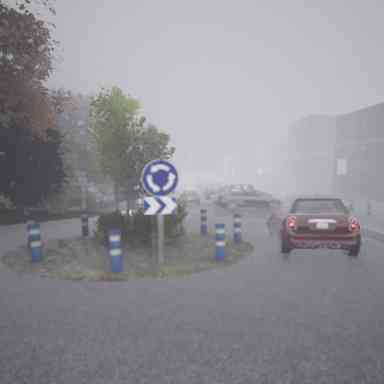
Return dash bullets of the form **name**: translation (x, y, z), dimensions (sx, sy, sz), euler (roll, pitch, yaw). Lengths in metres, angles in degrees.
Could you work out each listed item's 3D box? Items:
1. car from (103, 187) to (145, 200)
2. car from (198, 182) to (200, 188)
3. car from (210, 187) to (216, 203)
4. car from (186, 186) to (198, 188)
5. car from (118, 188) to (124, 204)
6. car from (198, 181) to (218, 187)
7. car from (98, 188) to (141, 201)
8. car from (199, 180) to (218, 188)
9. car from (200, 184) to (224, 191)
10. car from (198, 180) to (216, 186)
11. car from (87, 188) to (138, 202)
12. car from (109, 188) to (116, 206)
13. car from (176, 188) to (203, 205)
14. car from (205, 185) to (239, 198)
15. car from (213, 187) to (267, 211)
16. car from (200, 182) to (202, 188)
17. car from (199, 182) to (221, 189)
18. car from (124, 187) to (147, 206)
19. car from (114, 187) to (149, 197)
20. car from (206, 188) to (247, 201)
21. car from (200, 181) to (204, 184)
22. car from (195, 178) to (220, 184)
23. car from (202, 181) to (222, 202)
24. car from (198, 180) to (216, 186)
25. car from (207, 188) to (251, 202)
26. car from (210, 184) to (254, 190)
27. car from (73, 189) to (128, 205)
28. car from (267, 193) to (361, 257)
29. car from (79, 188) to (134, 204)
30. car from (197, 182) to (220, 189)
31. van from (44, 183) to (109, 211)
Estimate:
- **car**: translation (-8.904, 0.187, 43.763), dimensions (5.008, 1.535, 2.097), euler (0, 2, 0)
- **car**: translation (4.143, -0.661, 63.459), dimensions (5.008, 1.535, 2.097), euler (0, 3, 0)
- **car**: translation (4.171, 0.565, 27.252), dimensions (4.792, 1.488, 2.163), euler (0, 1, 0)
- **car**: translation (-0.288, -0.172, 54.393), dimensions (1.812, 1.442, 4.674), euler (0, 2, 0)
- **car**: translation (-8.887, 0.543, 29.820), dimensions (4.674, 1.452, 2.002), euler (0, 1, 0)
- **car**: translation (4.091, -2.017, 85.695), dimensions (4.892, 1.521, 2.231), euler (0, 4, 0)
- **car**: translation (-8.875, 0.302, 40.974), dimensions (4.792, 1.488, 2.163), euler (0, 1, 0)
- **car**: translation (4.134, -1.961, 82.785), dimensions (4.553, 1.767, 2.185), euler (0, 4, 0)
- **car**: translation (4.156, -0.947, 69.028), dimensions (4.792, 1.488, 2.163), euler (0, 3, 0)
- **car**: translation (4.082, -2.369, 91.251), dimensions (5.008, 1.535, 2.097), euler (0, 4, 0)
- **car**: translation (-9.085, 0.339, 38.318), dimensions (5.366, 1.575, 1.946), euler (0, 1, 0)
- **car**: translation (-8.882, 0.579, 27.036), dimensions (4.674, 1.452, 2.002), euler (0, 1, 0)
- **car**: translation (-0.245, 0.532, 33.226), dimensions (1.994, 1.385, 4.181), euler (0, 1, 0)
- **car**: translation (4.197, -0.040, 46.751), dimensions (4.553, 1.767, 2.185), euler (0, 2, 0)
- **car**: translation (4.234, 0.601, 24.468), dimensions (4.792, 1.488, 2.163), euler (0, 1, 0)
- **car**: translation (4.120, -0.374, 55.106), dimensions (4.553, 1.767, 2.185), euler (0, 3, 0)
- **car**: translation (4.117, -1.495, 77.362), dimensions (5.008, 1.535, 2.097), euler (0, 4, 0)
- **car**: translation (-3.938, 0.540, 27.847), dimensions (2.128, 1.511, 4.902), euler (0, 1, 0)
- **car**: translation (-8.913, -0.013, 49.467), dimensions (4.892, 1.521, 2.231), euler (0, 2, 0)
- **car**: translation (4.205, 0.296, 41.177), dimensions (4.792, 1.488, 2.163), euler (0, 2, 0)
- **car**: translation (4.115, -0.503, 57.883), dimensions (4.553, 1.767, 2.185), euler (0, 3, 0)
- **car**: translation (4.089, -1.571, 74.569), dimensions (5.566, 2.045, 2.435), euler (0, 4, 0)
- **car**: translation (4.157, 0.150, 35.604), dimensions (5.566, 2.045, 2.435), euler (0, 1, 0)
- **car**: translation (4.088, -2.544, 94.029), dimensions (5.008, 1.535, 2.097), euler (0, 4, 0)
- **car**: translation (4.187, 0.340, 38.398), dimensions (4.892, 1.521, 2.231), euler (0, 1, 0)
- **car**: translation (4.164, 0.373, 30.035), dimensions (4.553, 1.767, 2.185), euler (0, 1, 0)
- **car**: translation (-8.918, 0.487, 32.732), dimensions (4.792, 1.488, 2.163), euler (0, 1, 0)
- **car**: translation (3.810, 0.826, 11.001), dimensions (2.097, 1.767, 4.553), euler (0, 3, 9)
- **car**: translation (-9.080, 0.401, 35.523), dimensions (5.366, 1.575, 1.946), euler (0, 1, 0)
- **car**: translation (3.922, -1.672, 80.139), dimensions (5.366, 1.575, 1.946), euler (0, 4, 0)
- **van**: translation (-8.748, 0.350, 24.359), dimensions (4.442, 1.987, 1.878), euler (1, 1, 0)
